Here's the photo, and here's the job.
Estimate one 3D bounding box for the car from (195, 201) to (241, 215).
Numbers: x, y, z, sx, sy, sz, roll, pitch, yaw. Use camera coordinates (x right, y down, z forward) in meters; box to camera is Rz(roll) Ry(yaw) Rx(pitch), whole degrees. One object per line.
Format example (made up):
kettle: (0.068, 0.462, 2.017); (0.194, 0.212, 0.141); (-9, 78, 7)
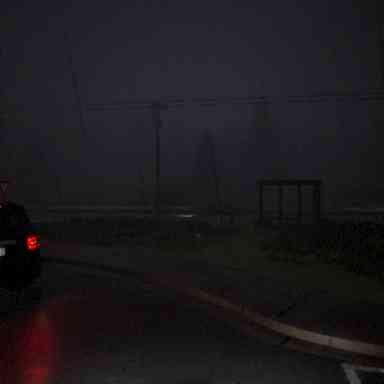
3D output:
car: (2.310, 1.505, 30.231); (4.181, 1.385, 1.994); (0, 0, 9)

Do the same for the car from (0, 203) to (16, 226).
car: (-13.569, 1.491, 20.874); (1.812, 1.442, 4.674); (0, 0, 14)

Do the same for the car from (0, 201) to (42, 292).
car: (-5.731, 1.208, 7.701); (5.566, 2.045, 2.150); (0, 0, 36)
